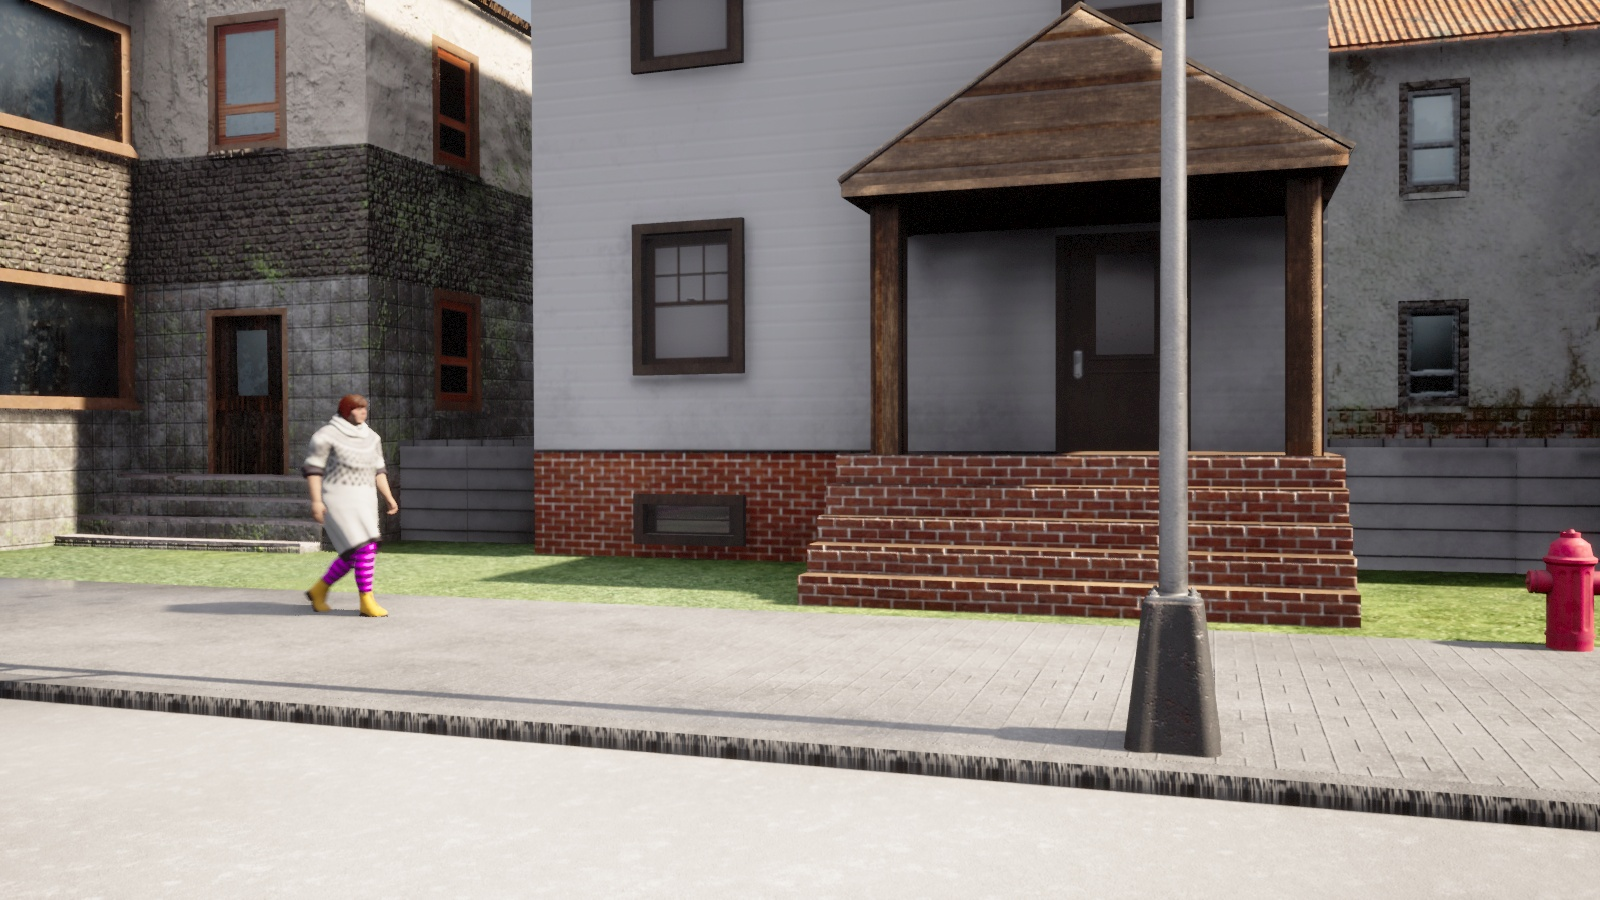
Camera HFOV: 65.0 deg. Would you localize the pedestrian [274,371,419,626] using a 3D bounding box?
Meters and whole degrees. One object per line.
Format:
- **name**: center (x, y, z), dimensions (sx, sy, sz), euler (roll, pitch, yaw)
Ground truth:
- **pedestrian**: center (-3.629, 0.361, 10.081), dimensions (0.873, 1.952, 0.659), euler (1, 1, 22)
